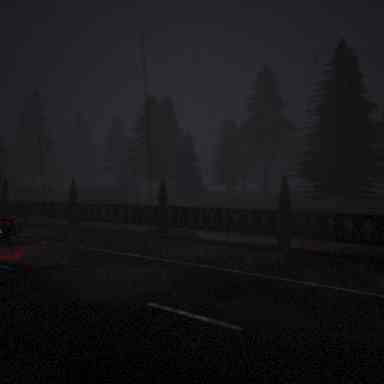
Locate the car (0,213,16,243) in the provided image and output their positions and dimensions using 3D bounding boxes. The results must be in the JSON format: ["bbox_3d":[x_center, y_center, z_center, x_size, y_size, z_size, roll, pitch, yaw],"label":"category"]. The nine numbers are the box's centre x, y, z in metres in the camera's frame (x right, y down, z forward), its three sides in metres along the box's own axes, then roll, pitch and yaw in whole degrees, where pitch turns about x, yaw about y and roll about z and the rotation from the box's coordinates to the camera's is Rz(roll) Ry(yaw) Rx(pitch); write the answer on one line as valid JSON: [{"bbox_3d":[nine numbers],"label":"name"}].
[{"bbox_3d":[-9.663,1.377,14.203,5.008,1.535,1.882,1,0,30],"label":"car"}]
